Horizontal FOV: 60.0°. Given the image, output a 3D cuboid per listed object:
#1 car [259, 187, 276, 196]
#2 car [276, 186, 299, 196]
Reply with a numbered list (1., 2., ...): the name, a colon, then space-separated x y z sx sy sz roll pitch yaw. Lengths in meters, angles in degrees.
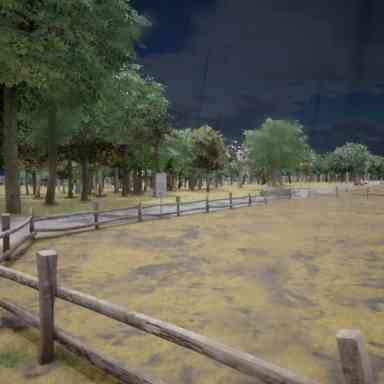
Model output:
1. car: 12.711 -0.098 54.577 1.812 1.442 4.674 0 2 36
2. car: 15.368 -0.106 52.278 1.837 1.490 4.892 0 2 36
